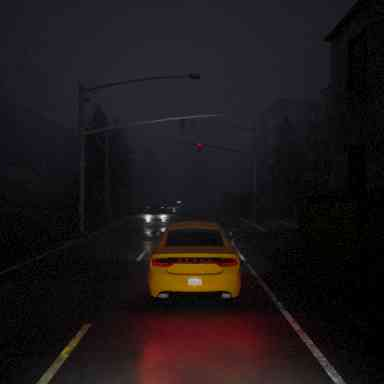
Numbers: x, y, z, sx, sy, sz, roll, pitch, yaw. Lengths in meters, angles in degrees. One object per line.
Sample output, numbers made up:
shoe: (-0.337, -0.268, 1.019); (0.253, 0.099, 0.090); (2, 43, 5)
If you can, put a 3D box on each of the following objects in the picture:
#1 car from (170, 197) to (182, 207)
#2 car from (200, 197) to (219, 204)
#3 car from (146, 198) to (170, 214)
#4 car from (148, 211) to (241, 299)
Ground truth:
car: (-2.896, 1.547, 52.083); (2.033, 1.411, 5.357); (0, 0, 9)
car: (3.476, 1.600, 66.384); (1.895, 1.301, 4.718); (0, 0, 37)
car: (-3.622, 1.525, 34.863); (1.812, 1.442, 4.674); (0, 0, 0)
car: (0.061, 1.478, 8.508); (1.882, 1.535, 5.008); (0, 0, 0)
